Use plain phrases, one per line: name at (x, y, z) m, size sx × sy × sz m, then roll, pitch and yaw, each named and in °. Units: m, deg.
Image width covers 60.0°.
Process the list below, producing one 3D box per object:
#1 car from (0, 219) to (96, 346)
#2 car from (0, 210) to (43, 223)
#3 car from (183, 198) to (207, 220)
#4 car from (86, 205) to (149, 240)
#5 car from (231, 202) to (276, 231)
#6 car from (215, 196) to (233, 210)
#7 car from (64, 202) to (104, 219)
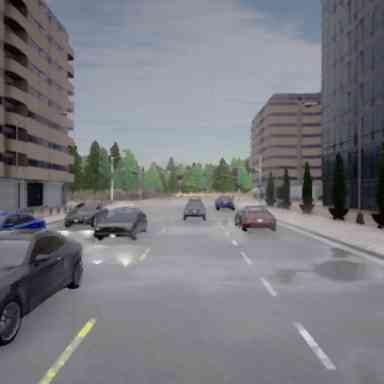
car at (-3.540, 1.507, 6.443) m, size 1.812 × 1.442 × 4.674 m, roll 0°, pitch 0°, yaw 1°
car at (-6.969, 1.443, 11.724) m, size 1.882 × 1.535 × 5.008 m, roll 0°, pitch 0°, yaw 1°
car at (0.223, 1.480, 27.310) m, size 2.033 × 1.411 × 5.357 m, roll 0°, pitch 0°, yaw 1°
car at (-3.384, 1.503, 16.940) m, size 2.033 × 1.411 × 5.357 m, roll 0°, pitch 0°, yaw 1°
car at (3.749, 1.516, 20.229) m, size 1.994 × 1.385 × 4.181 m, roll 0°, pitch 0°, yaw 0°
car at (3.901, 1.253, 40.572) m, size 2.097 × 1.767 × 4.553 m, roll 0°, pitch 0°, yaw 1°
car at (-6.837, 1.445, 22.082) m, size 1.837 × 1.490 × 4.892 m, roll 0°, pitch 0°, yaw 0°
